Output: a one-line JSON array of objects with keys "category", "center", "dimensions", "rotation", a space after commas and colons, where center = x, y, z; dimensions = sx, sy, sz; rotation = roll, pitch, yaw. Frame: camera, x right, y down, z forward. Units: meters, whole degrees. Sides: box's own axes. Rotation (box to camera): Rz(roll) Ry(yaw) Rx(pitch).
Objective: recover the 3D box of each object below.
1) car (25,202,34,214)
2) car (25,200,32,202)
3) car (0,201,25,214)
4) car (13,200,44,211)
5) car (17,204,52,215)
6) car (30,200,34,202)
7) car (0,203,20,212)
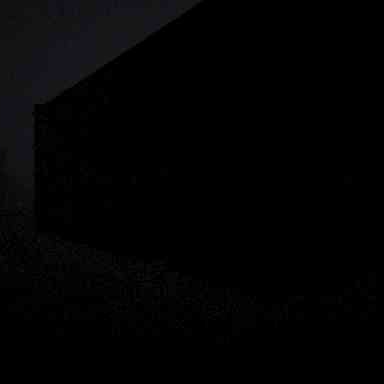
[{"category": "car", "center": [-25.738, 2.610, 49.770], "dimensions": [4.792, 1.488, 2.163], "rotation": [0, -2, 21]}, {"category": "car", "center": [-34.119, 2.895, 64.672], "dimensions": [5.008, 1.535, 2.097], "rotation": [0, -2, 21]}, {"category": "car", "center": [-26.719, 2.333, 47.171], "dimensions": [4.553, 1.767, 2.185], "rotation": [0, -2, 21]}, {"category": "car", "center": [-33.150, 2.723, 67.294], "dimensions": [5.566, 2.045, 2.435], "rotation": [0, -1, 21]}, {"category": "car", "center": [-24.807, 2.722, 52.396], "dimensions": [4.792, 1.488, 2.163], "rotation": [0, -2, 21]}, {"category": "car", "center": [-23.820, 2.672, 55.007], "dimensions": [4.553, 1.767, 2.185], "rotation": [0, -2, 21]}, {"category": "car", "center": [-34.928, 2.806, 61.998], "dimensions": [5.366, 1.575, 1.946], "rotation": [0, -2, 21]}]
